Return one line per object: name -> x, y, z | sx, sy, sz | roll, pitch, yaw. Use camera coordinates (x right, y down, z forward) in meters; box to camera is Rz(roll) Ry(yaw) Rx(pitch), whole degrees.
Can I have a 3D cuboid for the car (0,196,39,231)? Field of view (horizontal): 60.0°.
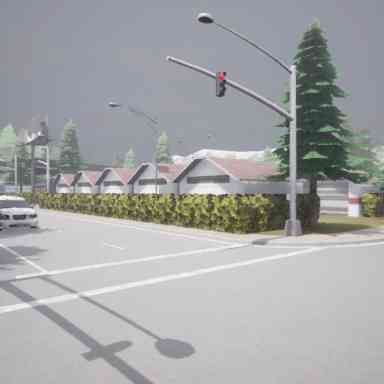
car -> -11.381, 1.327, 20.792 | 2.150, 2.045, 5.566 | 0, 2, -40
